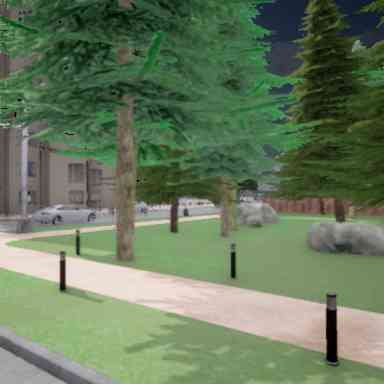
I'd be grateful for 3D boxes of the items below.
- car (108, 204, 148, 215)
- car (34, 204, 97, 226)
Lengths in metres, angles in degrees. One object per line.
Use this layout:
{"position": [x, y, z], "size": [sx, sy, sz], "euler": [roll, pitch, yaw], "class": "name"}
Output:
{"position": [-6.576, 1.651, 34.610], "size": [1.812, 1.442, 4.674], "euler": [0, 0, 36], "class": "car"}
{"position": [-9.336, 1.636, 24.838], "size": [1.812, 1.442, 4.674], "euler": [0, 0, 37], "class": "car"}
